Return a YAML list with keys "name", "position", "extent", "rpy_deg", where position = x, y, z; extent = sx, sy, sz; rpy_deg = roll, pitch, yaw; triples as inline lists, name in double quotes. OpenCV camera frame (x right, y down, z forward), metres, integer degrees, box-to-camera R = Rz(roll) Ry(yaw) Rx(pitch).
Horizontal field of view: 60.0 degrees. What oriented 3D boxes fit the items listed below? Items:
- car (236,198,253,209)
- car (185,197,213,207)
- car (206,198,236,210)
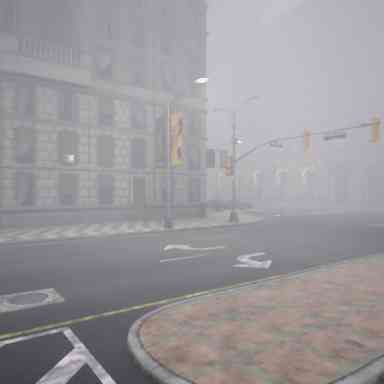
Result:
- name: "car"
  position: [6.185, 1.555, 44.784]
  extent: [1.994, 1.385, 4.181]
  rpy_deg: [0, 0, -36]
- name: "car"
  position: [1.095, 1.496, 51.943]
  extent: [1.837, 1.490, 4.892]
  rpy_deg: [0, 0, -35]
- name: "car"
  position: [3.243, 1.556, 42.879]
  extent: [1.994, 1.385, 4.181]
  rpy_deg: [0, 0, -36]
